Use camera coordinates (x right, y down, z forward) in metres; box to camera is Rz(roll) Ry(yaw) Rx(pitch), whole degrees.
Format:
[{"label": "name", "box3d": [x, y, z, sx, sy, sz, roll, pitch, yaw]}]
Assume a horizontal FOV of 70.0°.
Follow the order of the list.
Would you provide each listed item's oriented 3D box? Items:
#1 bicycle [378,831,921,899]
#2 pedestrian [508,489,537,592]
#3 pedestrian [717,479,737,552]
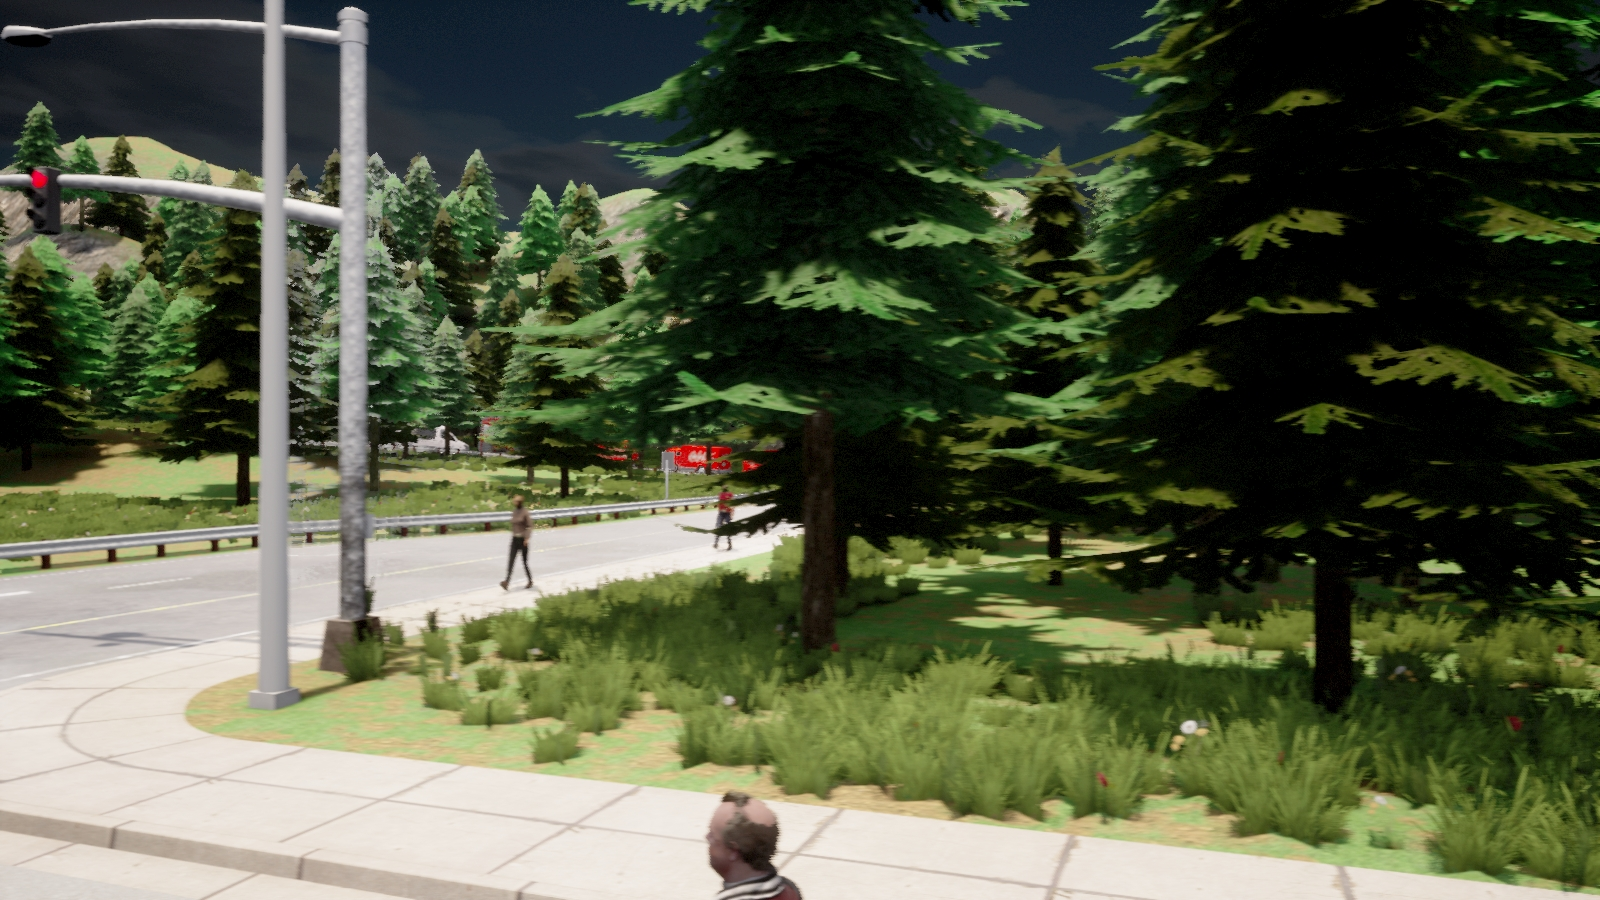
[{"label": "bicycle", "box3d": [-0.432, 2.060, 3.486, 1.835, 1.471, 0.329, 0, 0, 20]}, {"label": "pedestrian", "box3d": [-5.151, 1.670, 21.196, 0.375, 1.860, 0.375, 0, 0, 19]}, {"label": "pedestrian", "box3d": [-1.859, 1.669, 29.237, 0.375, 1.860, 0.375, 0, 0, 23]}]
